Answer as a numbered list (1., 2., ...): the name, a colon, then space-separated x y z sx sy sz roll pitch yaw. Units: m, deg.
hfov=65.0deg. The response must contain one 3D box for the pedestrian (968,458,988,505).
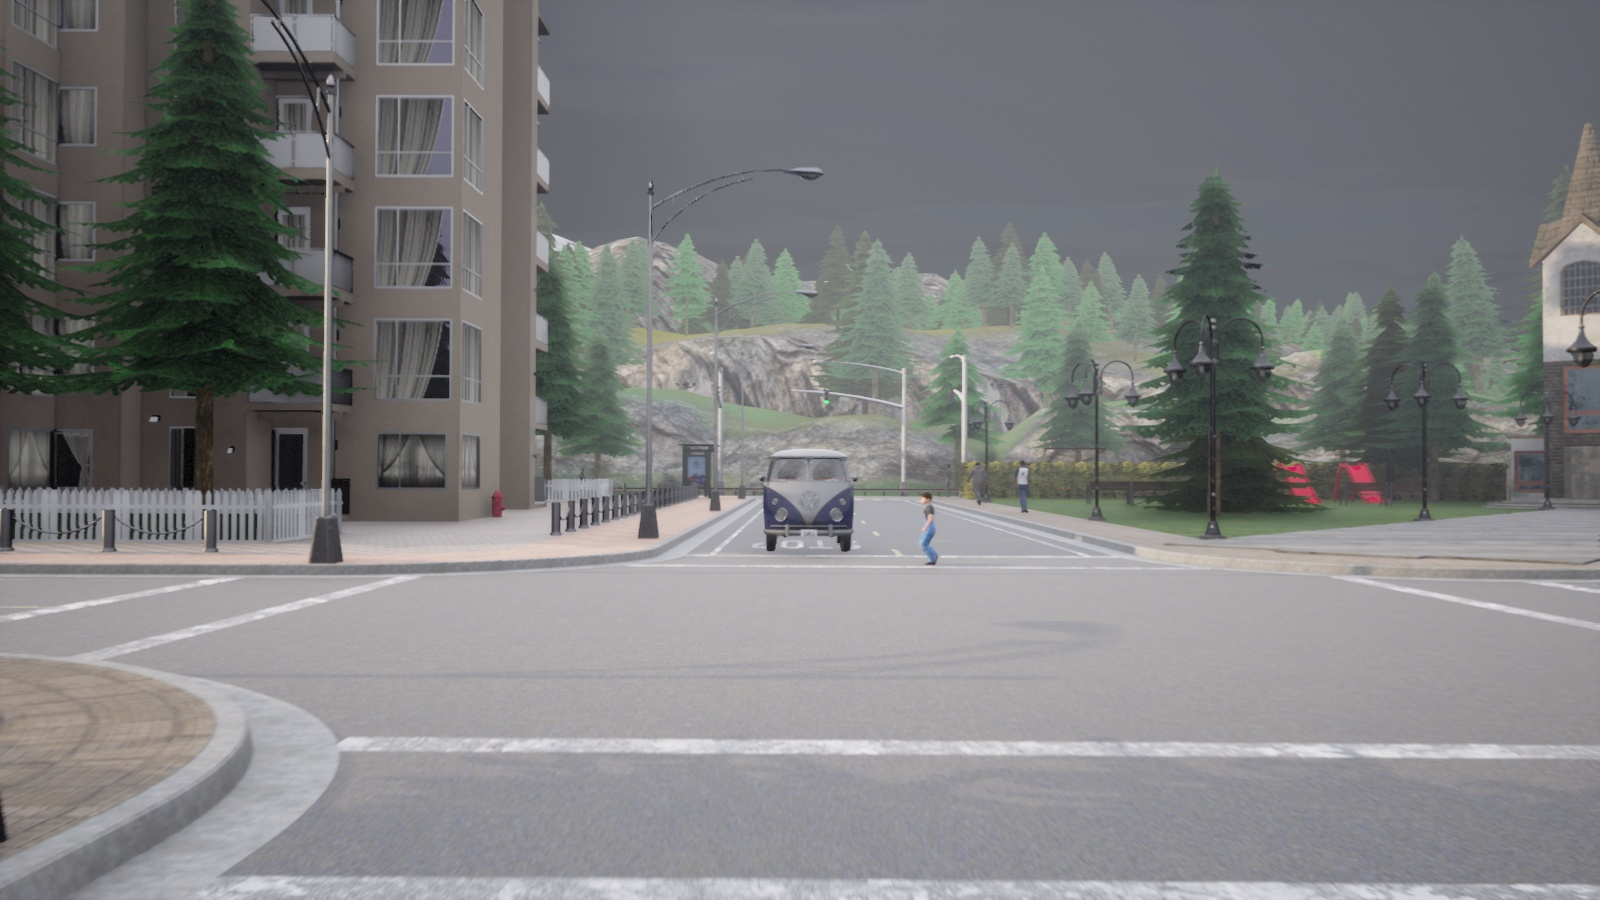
1. pedestrian: 7.515 1.333 53.028 0.659 1.952 0.873 0 -1 -2

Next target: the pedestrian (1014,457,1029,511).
1. pedestrian: 7.684 1.173 43.529 0.354 1.836 0.706 0 -1 -2

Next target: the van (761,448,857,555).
1. van: 0.149 0.995 25.526 1.775 1.987 4.442 0 -1 0

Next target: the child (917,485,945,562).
1. child: 2.165 1.217 20.818 0.437 1.263 0.270 0 -1 1
